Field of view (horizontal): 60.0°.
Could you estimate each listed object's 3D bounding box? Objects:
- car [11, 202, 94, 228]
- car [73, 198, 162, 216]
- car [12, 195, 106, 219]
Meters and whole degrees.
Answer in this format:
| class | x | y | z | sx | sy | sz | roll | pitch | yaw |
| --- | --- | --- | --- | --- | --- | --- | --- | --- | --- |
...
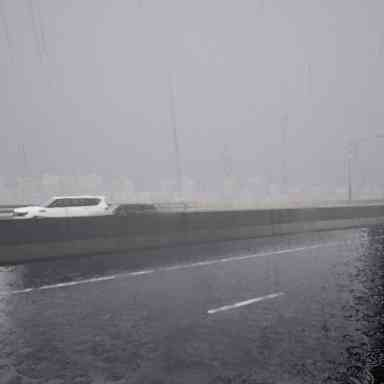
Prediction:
| class | x | y | z | sx | sy | sz | roll | pitch | yaw |
| --- | --- | --- | --- | --- | --- | --- | --- | --- | --- |
| car | -9.552 | 1.491 | 22.953 | 5.008 | 1.535 | 1.882 | 0 | 0 | -35 |
| car | -3.825 | 1.376 | 18.427 | 4.553 | 1.767 | 2.097 | 0 | 0 | -35 |
| car | -7.678 | 1.235 | 19.995 | 5.566 | 2.045 | 2.150 | 0 | 0 | -35 |
